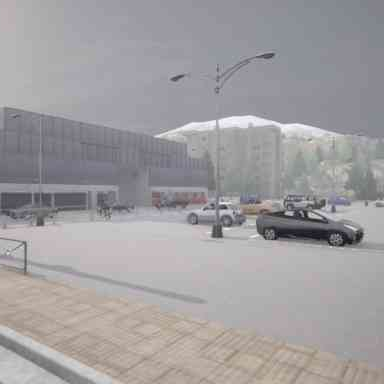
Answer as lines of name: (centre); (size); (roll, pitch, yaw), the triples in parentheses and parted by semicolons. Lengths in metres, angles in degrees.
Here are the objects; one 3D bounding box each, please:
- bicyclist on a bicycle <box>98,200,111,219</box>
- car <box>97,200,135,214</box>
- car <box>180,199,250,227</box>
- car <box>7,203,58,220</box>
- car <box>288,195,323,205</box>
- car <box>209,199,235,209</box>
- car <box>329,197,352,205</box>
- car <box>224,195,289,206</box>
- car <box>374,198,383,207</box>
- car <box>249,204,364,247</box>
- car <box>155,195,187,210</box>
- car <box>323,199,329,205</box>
bicyclist on a bicycle: (-7.316, 1.477, 27.796); (1.656, 1.620, 0.582); (0, 0, 35)
car: (-8.805, 1.668, 38.616); (2.128, 1.511, 4.902); (0, 0, 35)
car: (1.518, 1.424, 21.918); (3.806, 1.475, 1.970); (0, 0, 35)
car: (-14.562, 1.740, 30.518); (1.994, 1.385, 4.181); (0, 0, 35)
car: (12.380, 1.268, 37.767); (3.866, 1.878, 1.905); (0, 0, 35)
car: (4.647, 1.777, 51.173); (1.895, 1.301, 4.718); (0, 0, 35)
car: (24.601, 1.565, 55.445); (3.633, 1.501, 1.845); (0, 0, 35)
car: (4.971, 1.345, 27.337); (5.027, 1.636, 2.152); (0, 0, 35)
car: (28.925, 1.576, 48.718); (3.806, 1.475, 1.970); (0, 0, 35)
car: (5.143, 1.490, 14.850); (4.514, 1.523, 2.007); (0, 0, 35)
car: (-2.776, 1.398, 47.067); (2.150, 2.045, 5.566); (0, 0, 36)
car: (13.727, 1.289, 40.375); (4.605, 1.855, 1.932); (0, 0, 35)
